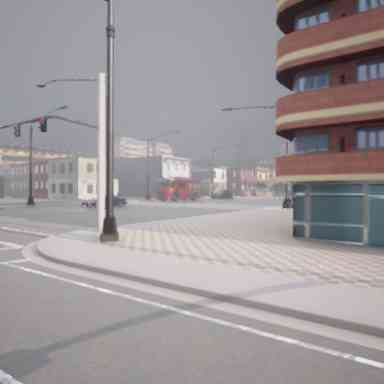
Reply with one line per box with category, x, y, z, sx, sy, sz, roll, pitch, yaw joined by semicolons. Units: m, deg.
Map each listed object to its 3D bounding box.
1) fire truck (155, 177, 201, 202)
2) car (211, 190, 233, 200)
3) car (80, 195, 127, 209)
fire truck;-2.093;-0.457;53.241;2.891;3.827;8.468;1;1;37
car;5.095;0.457;57.074;2.097;1.767;4.553;1;1;37
car;-9.743;1.084;37.270;2.033;1.411;5.357;1;1;37
